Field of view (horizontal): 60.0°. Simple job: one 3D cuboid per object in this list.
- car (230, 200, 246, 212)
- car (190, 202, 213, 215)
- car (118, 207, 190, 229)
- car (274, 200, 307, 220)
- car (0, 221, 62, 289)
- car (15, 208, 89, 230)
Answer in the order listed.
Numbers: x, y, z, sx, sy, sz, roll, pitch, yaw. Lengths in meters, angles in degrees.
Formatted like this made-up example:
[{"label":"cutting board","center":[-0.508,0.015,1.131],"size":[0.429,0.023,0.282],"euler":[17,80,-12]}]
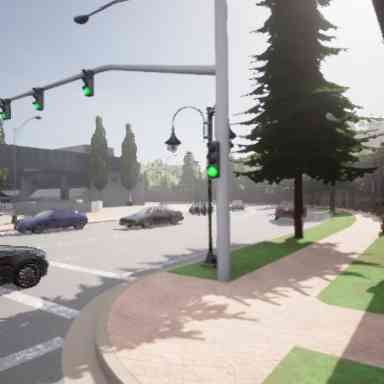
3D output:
[{"label":"car","center":[6.065,1.797,44.203],"size":[1.812,1.442,4.674],"euler":[-1,0,9]},{"label":"car","center":[1.116,1.846,38.608],"size":[1.994,1.385,4.181],"euler":[-1,0,17]},{"label":"car","center":[-2.733,1.757,23.724],"size":[2.033,1.411,5.357],"euler":[-1,-1,35]},{"label":"car","center":[8.601,1.478,28.843],"size":[2.097,1.767,4.553],"euler":[-1,-1,26]},{"label":"car","center":[-5.573,1.642,7.312],"size":[1.812,1.442,4.674],"euler":[-1,-1,36]},{"label":"car","center":[-8.803,1.782,21.174],"size":[1.812,1.442,4.674],"euler":[-1,0,36]}]
